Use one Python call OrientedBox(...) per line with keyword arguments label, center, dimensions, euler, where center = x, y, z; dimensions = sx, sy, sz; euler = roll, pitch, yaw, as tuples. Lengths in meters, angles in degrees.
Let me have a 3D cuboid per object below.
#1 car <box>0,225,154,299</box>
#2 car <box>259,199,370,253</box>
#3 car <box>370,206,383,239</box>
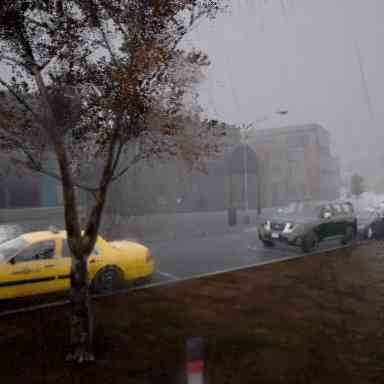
OrientedBox(label="car", center=(-3.506, 1.592, 7.697), dimensions=(5.366, 1.575, 1.946), euler=(1, 2, -35))
OrientedBox(label="car", center=(5.343, 1.382, 14.789), dimensions=(5.566, 2.045, 2.435), euler=(1, 2, -41))
OrientedBox(label="car", center=(9.517, 1.666, 18.559), dimensions=(4.892, 1.521, 2.231), euler=(1, 2, -43))
